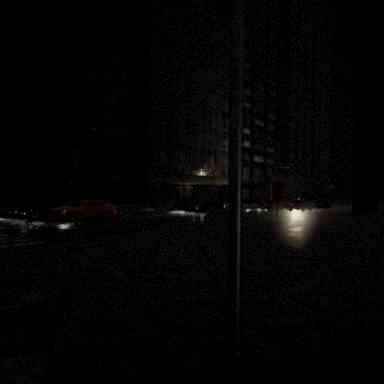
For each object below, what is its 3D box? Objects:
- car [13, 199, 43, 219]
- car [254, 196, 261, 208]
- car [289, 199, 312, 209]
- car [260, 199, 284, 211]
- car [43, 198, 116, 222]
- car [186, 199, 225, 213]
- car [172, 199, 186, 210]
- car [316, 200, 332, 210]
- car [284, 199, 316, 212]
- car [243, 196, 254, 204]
[{"bbox_3d":[-11.103,1.241,25.658,1.837,1.490,4.892,1,0,36],"label":"car"},{"bbox_3d":[12.041,1.779,51.651,2.128,1.511,4.902,1,0,36],"label":"car"},{"bbox_3d":[17.615,1.864,53.772,2.128,1.511,4.902,1,0,36],"label":"car"},{"bbox_3d":[11.767,1.788,45.689,2.033,1.411,5.357,1,0,37],"label":"car"},{"bbox_3d":[-7.903,1.280,24.513,1.882,1.535,5.008,1,0,36],"label":"car"},{"bbox_3d":[1.976,1.516,38.031,2.128,1.511,4.902,1,0,36],"label":"car"},{"bbox_3d":[-0.160,1.529,40.622,2.033,1.411,5.357,1,0,36],"label":"car"},{"bbox_3d":[20.238,1.974,51.854,2.033,1.411,5.357,1,0,36],"label":"car"},{"bbox_3d":[14.166,1.795,43.463,1.837,1.490,4.892,1,0,37],"label":"car"},{"bbox_3d":[9.424,1.329,53.566,1.882,1.535,5.008,1,0,36],"label":"car"}]
